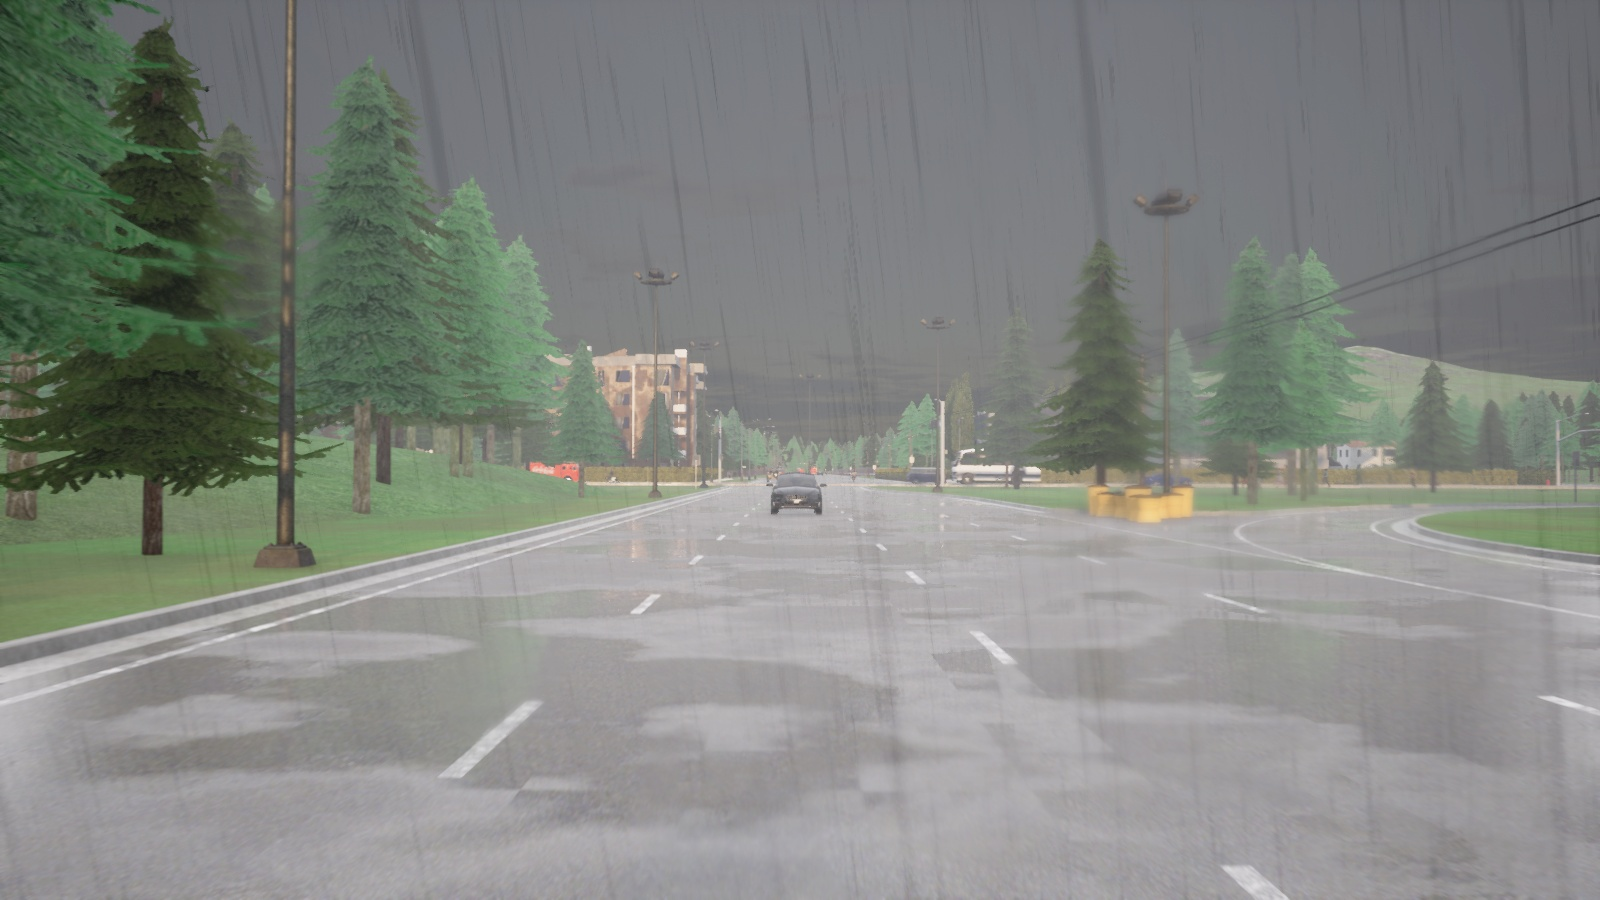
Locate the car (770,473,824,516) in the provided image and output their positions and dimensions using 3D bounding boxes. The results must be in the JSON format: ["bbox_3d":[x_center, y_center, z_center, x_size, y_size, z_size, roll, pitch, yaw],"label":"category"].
[{"bbox_3d":[-0.111,1.581,45.813,1.837,1.490,4.892,0,-1,0],"label":"car"}]
